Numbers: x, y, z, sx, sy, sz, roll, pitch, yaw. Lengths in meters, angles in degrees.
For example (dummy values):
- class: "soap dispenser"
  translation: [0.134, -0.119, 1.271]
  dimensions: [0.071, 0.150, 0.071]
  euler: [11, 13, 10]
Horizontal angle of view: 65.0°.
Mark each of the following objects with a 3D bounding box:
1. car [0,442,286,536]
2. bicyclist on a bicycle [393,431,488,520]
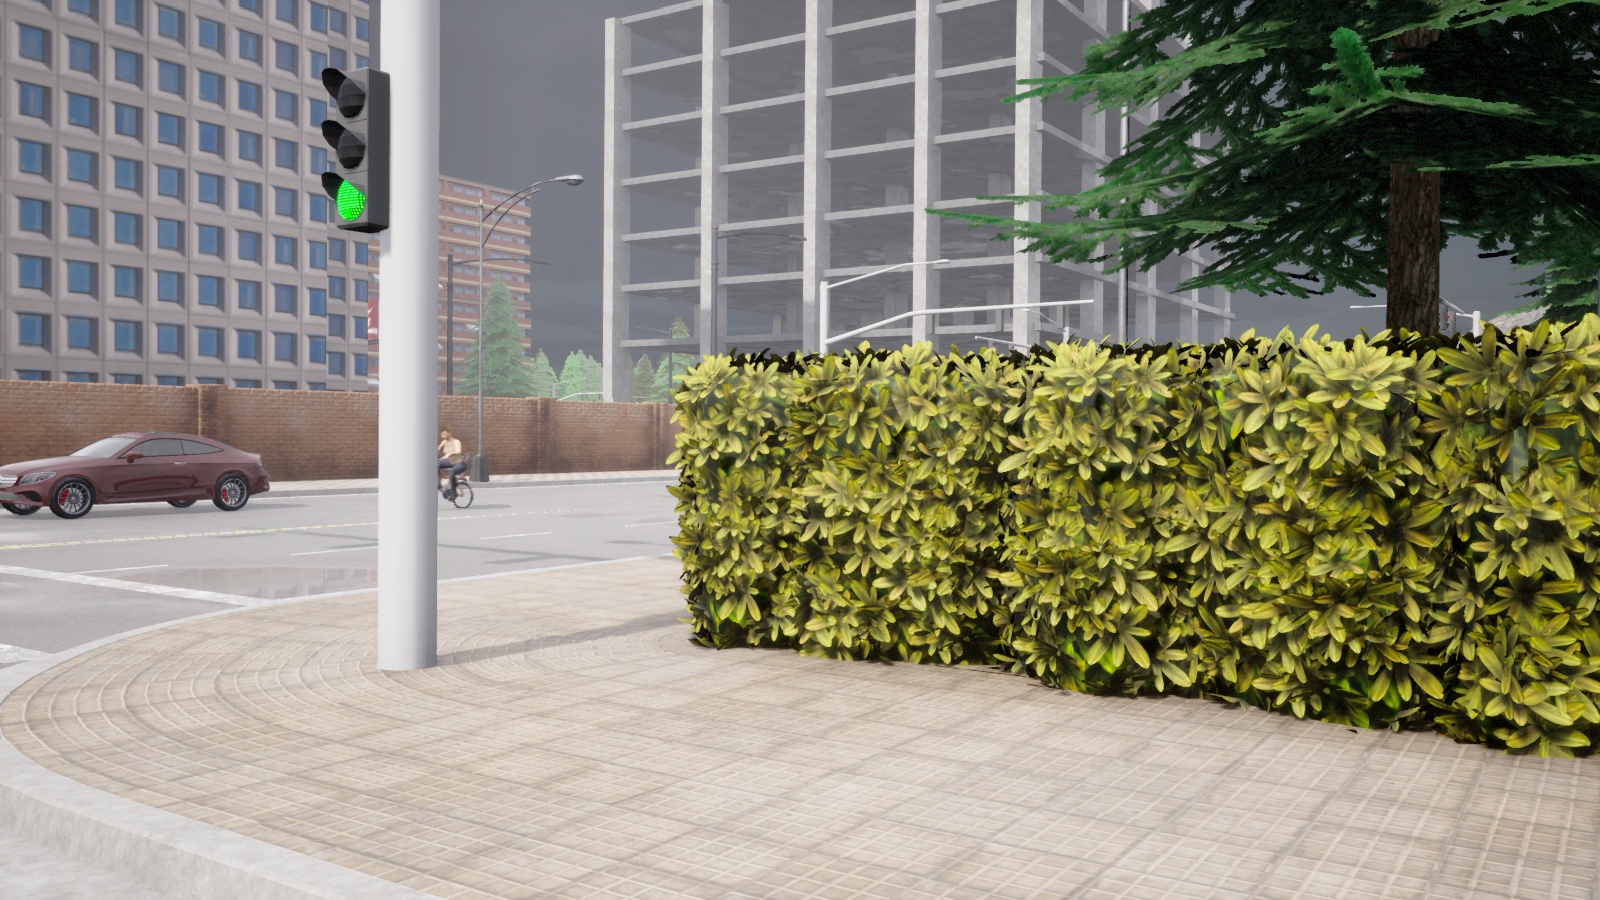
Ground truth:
- class: "car"
  translation: [-11.841, 0.613, 22.469]
  dimensions: [1.812, 1.442, 4.674]
  euler: [0, 1, 33]
- class: "bicyclist on a bicycle"
  translation: [-6.785, 0.460, 23.762]
  dimensions: [0.866, 1.612, 1.509]
  euler: [0, 1, 34]
